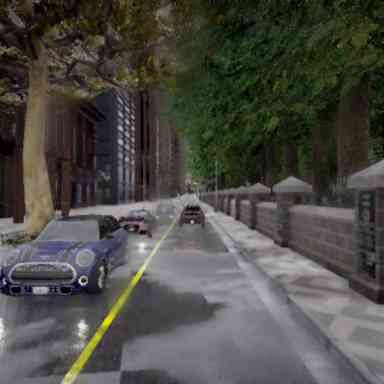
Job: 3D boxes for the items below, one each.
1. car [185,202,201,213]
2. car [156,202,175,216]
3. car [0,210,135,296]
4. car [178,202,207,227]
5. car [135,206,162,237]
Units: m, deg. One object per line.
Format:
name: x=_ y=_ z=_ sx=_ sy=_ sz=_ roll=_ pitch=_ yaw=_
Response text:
car: x=0.090 y=2.023 z=43.700 sx=1.994 sy=1.385 sz=4.181 roll=0 pitch=-1 yaw=0
car: x=-3.020 y=1.894 z=38.750 sx=2.128 sy=1.511 sz=4.902 roll=0 pitch=-1 yaw=0
car: x=-3.088 y=1.437 z=9.037 sx=2.097 sy=1.767 sz=4.553 roll=0 pitch=-1 yaw=0
car: x=0.039 y=1.751 z=24.691 sx=1.837 sy=1.490 sz=4.892 roll=0 pitch=0 yaw=1
car: x=-3.062 y=1.748 z=19.028 sx=1.994 sy=1.385 sz=4.181 roll=0 pitch=-1 yaw=0
